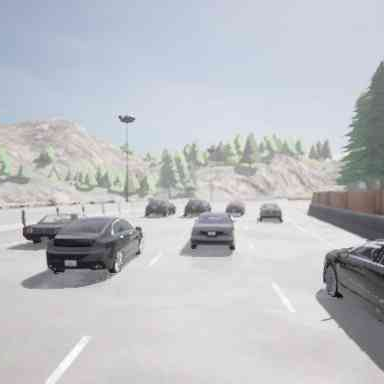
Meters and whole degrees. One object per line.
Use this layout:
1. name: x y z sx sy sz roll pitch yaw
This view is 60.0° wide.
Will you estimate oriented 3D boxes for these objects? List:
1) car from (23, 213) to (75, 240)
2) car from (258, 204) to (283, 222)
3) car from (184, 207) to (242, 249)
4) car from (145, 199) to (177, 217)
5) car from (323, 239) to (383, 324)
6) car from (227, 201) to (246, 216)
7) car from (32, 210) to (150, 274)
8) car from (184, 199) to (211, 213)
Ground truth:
1. car: -5.883 1.662 15.984 1.895 1.301 4.718 0 0 6
2. car: 6.662 1.682 28.214 2.033 1.411 5.357 0 0 12
3. car: 1.015 1.615 14.946 2.033 1.411 5.357 0 0 6
4. car: -3.001 1.491 32.896 2.097 1.767 4.553 0 0 12
5. car: 3.833 1.523 5.680 2.128 1.511 4.902 0 0 2
6. car: 4.630 1.686 34.840 1.812 1.442 4.674 0 0 14
7. car: -2.852 1.548 10.746 1.837 1.490 4.892 0 0 4
8. car: 0.665 1.499 33.266 2.097 1.767 4.553 0 0 13
